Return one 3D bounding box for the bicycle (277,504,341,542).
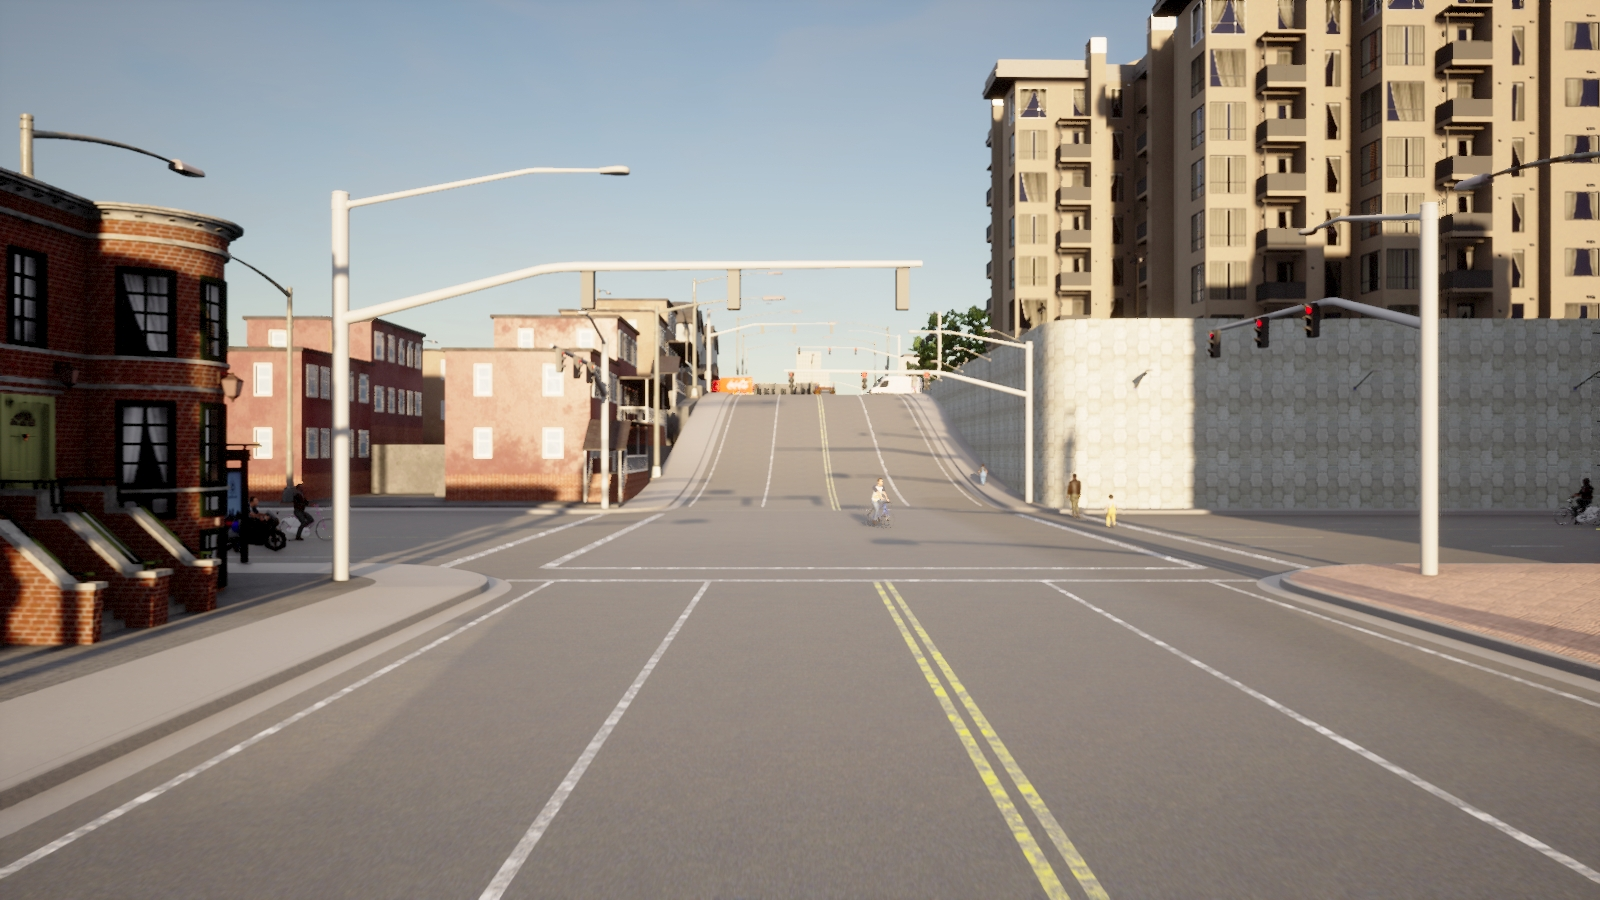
[{"bbox_3d":[-15.046,2.233,35.008,1.835,1.126,0.329,0,0,0],"label":"bicycle"}]

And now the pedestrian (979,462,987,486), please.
[{"bbox_3d":[10.073,1.296,62.805,0.375,1.300,0.375,0,0,1],"label":"pedestrian"}]

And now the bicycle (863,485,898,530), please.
[{"bbox_3d":[2.876,2.044,40.855,0.373,1.521,1.643,2,-1,-30],"label":"bicycle"}]

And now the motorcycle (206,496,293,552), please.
[{"bbox_3d":[-15.166,2.033,31.504,2.033,1.505,0.803,0,0,0],"label":"motorcycle"}]

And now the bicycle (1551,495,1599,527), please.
[{"bbox_3d":[28.565,2.234,41.874,1.835,1.126,0.329,0,0,0],"label":"bicycle"}]

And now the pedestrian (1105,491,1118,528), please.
[{"bbox_3d":[11.177,2.129,41.042,0.375,1.300,0.375,0,0,2],"label":"pedestrian"}]

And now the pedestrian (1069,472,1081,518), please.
[{"bbox_3d":[11.248,1.849,46.734,0.375,1.860,0.375,0,0,-5],"label":"pedestrian"}]
